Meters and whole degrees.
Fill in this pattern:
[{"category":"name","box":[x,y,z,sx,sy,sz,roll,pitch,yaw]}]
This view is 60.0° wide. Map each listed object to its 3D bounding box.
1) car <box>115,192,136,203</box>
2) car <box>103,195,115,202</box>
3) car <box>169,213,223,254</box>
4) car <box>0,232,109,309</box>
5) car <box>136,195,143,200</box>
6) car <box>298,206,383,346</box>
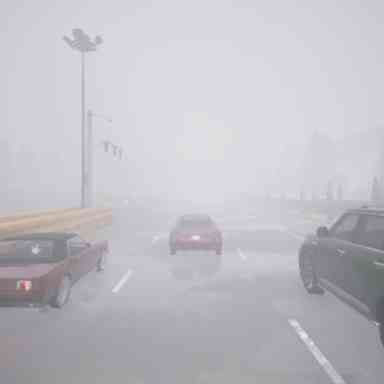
[{"category":"car","box":[-13.662,1.098,68.844,2.150,2.045,5.566,0,0,0]},{"category":"car","box":[-17.160,1.372,69.259,1.837,1.490,4.892,0,0,0]},{"category":"car","box":[0.140,1.553,13.542,1.994,1.385,4.181,0,0,0]},{"category":"car","box":[-3.385,1.602,7.833,1.895,1.301,4.718,0,0,0]},{"category":"car","box":[-13.576,1.393,84.574,1.994,1.385,4.181,0,0,0]},{"category":"car","box":[3.608,1.227,5.610,2.150,2.045,5.566,0,0,0]}]
